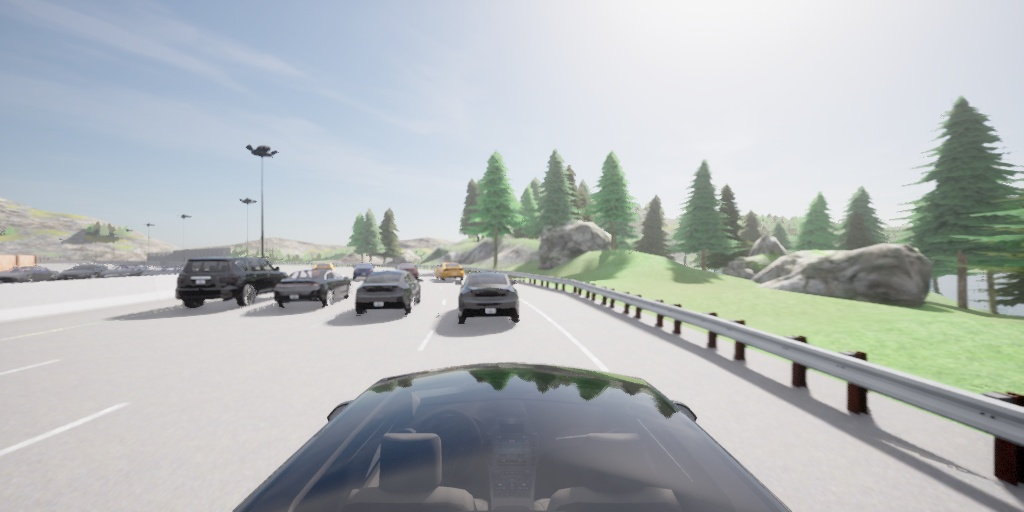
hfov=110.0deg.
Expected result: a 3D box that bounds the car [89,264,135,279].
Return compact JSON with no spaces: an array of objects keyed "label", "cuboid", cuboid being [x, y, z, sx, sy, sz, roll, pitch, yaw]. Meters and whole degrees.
[{"label":"car","cuboid":[-31.157,1.444,29.085,2.128,1.511,4.902,0,0,-27]}]

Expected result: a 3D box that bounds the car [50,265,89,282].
[{"label":"car","cuboid":[-35.544,1.481,30.053,1.837,1.490,4.892,0,-1,-28]}]

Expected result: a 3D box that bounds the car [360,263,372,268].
[{"label":"car","cuboid":[-13.627,1.394,33.026,1.812,1.442,4.674,0,0,-23]}]

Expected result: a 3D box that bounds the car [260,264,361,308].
[{"label":"car","cuboid":[-8.441,1.306,15.641,2.128,1.511,4.902,0,0,-9]}]

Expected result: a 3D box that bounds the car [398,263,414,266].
[{"label":"car","cuboid":[-9.437,1.371,32.010,1.812,1.442,4.674,0,0,-21]}]

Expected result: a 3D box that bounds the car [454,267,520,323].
[{"label":"car","cuboid":[-0.876,1.276,12.313,1.837,1.490,4.892,0,0,-7]}]

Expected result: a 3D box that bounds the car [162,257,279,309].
[{"label":"car","cuboid":[-11.975,1.054,15.883,2.150,2.045,5.566,0,0,-10]}]

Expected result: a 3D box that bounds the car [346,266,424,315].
[{"label":"car","cuboid":[-4.628,1.297,13.883,1.837,1.490,4.892,0,0,-9]}]

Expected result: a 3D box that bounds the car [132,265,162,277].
[{"label":"car","cuboid":[-26.763,1.491,27.834,1.994,1.385,4.181,0,0,-23]}]

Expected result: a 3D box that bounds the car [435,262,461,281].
[{"label":"car","cuboid":[-5.502,1.302,31.382,1.882,1.535,5.008,0,0,-20]}]

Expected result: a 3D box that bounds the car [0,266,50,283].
[{"label":"car","cuboid":[-38.549,1.535,28.451,2.033,1.411,5.357,0,0,-28]}]
